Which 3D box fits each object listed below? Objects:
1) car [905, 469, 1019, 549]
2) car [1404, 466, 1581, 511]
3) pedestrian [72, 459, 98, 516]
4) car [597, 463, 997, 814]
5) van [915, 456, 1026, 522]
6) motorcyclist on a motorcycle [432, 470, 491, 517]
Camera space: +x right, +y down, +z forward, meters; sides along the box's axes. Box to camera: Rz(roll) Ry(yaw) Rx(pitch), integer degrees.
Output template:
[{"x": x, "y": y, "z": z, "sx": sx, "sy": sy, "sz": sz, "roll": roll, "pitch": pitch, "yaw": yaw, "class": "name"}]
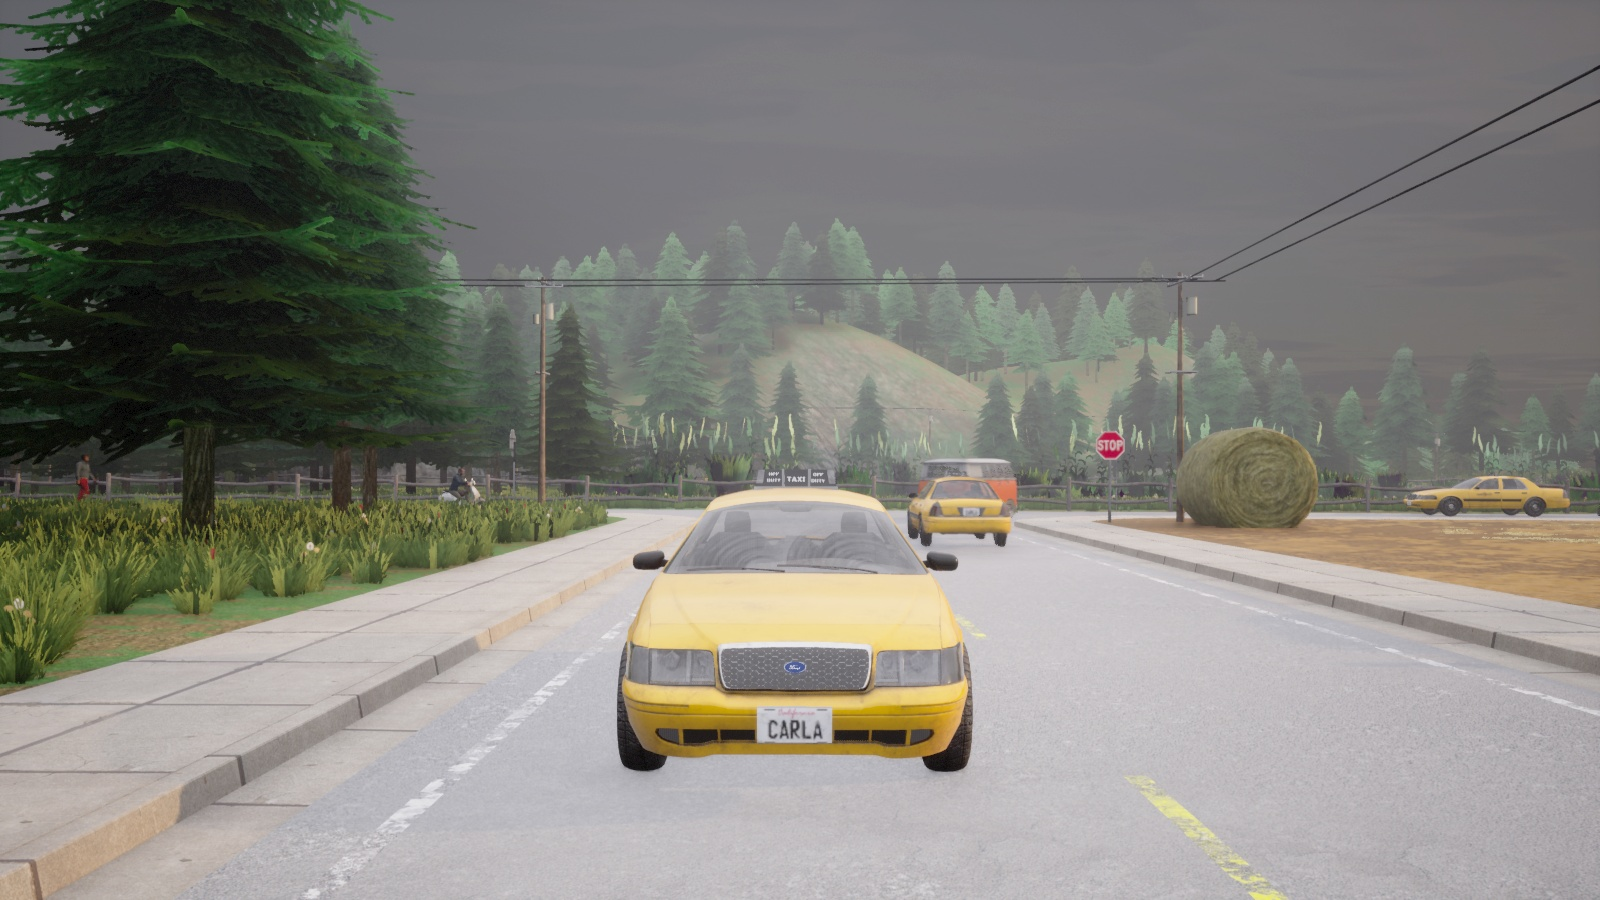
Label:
[{"x": 3.428, "y": 1.203, "z": 27.554, "sx": 1.801, "sy": 1.575, "sz": 5.366, "roll": 0, "pitch": -1, "yaw": 0, "class": "car"}, {"x": 24.997, "y": 1.380, "z": 45.474, "sx": 5.366, "sy": 1.575, "sz": 1.801, "roll": 0, "pitch": -1, "yaw": 3, "class": "car"}, {"x": -23.029, "y": 1.209, "z": 40.443, "sx": 0.614, "sy": 1.847, "sz": 0.353, "roll": 0, "pitch": -1, "yaw": 2, "class": "pedestrian"}, {"x": -0.022, "y": 0.894, "z": 8.352, "sx": 1.801, "sy": 1.575, "sz": 5.366, "roll": 0, "pitch": -1, "yaw": 0, "class": "car"}, {"x": 5.484, "y": 1.205, "z": 39.972, "sx": 1.775, "sy": 1.987, "sz": 4.442, "roll": -1, "pitch": -1, "yaw": 33, "class": "van"}, {"x": -11.755, "y": 1.511, "z": 43.660, "sx": 1.817, "sy": 1.590, "sz": 0.866, "roll": 0, "pitch": -1, "yaw": 3, "class": "motorcyclist on a motorcycle"}]
